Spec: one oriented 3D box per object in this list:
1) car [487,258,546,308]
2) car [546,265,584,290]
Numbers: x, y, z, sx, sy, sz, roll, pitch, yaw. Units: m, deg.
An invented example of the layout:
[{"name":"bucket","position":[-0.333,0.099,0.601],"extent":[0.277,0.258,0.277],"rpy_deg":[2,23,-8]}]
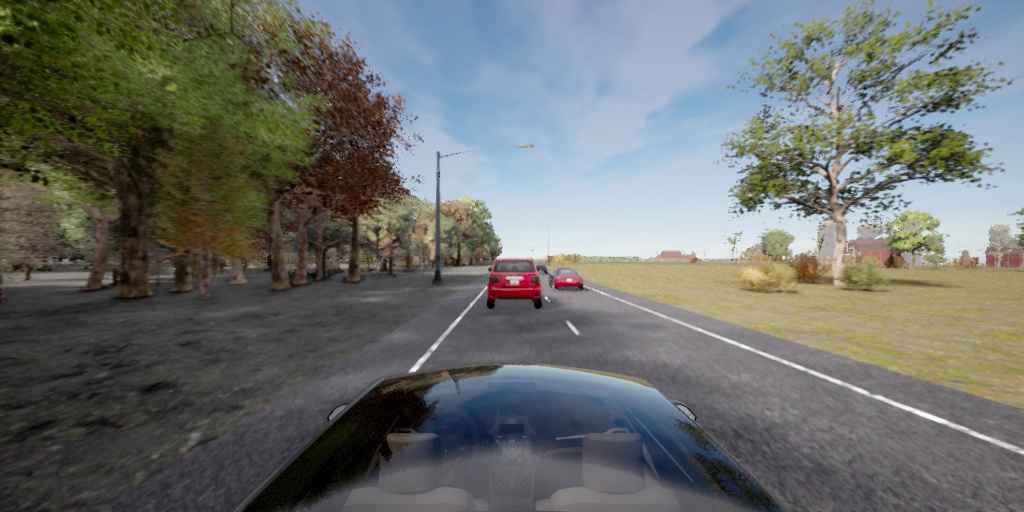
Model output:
[{"name":"car","position":[0.095,1.092,16.149],"extent":[2.150,2.045,5.566],"rpy_deg":[0,0,0]},{"name":"car","position":[3.593,1.498,24.413],"extent":[1.994,1.385,4.181],"rpy_deg":[0,0,0]}]
